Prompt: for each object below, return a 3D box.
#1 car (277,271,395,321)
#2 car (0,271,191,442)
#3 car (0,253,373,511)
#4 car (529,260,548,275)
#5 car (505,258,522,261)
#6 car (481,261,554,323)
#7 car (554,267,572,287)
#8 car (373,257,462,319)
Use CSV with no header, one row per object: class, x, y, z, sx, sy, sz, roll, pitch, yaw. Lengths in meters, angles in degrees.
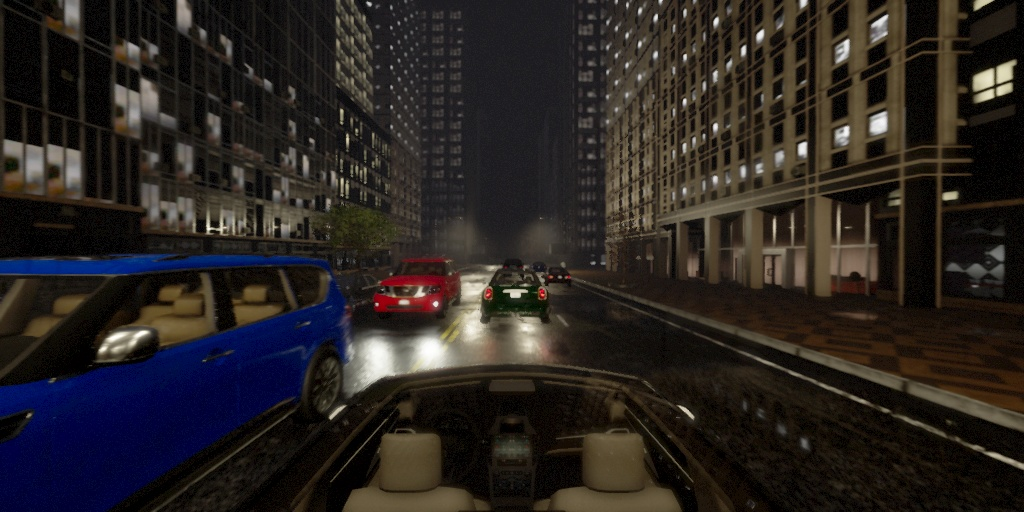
car,-6.498,1.400,14.148,2.033,1.411,5.357,0,0,0
car,-6.561,1.119,3.860,2.097,1.767,4.553,0,0,0
car,-3.323,0.982,2.895,2.150,2.045,5.566,0,-1,0
car,3.345,1.458,46.488,2.097,1.767,4.553,0,-1,0
car,0.107,1.249,35.852,2.150,2.045,5.566,0,0,0
car,0.103,1.191,12.615,2.097,1.767,4.553,0,-1,0
car,3.286,1.503,26.873,2.033,1.411,5.357,0,0,1
car,-3.248,1.069,13.600,2.150,2.045,5.566,0,0,0
